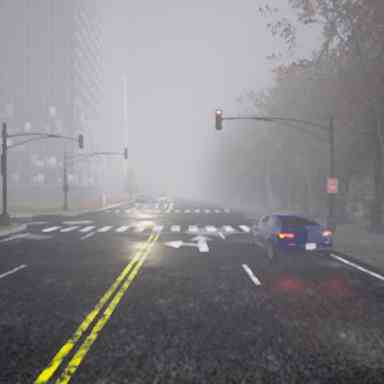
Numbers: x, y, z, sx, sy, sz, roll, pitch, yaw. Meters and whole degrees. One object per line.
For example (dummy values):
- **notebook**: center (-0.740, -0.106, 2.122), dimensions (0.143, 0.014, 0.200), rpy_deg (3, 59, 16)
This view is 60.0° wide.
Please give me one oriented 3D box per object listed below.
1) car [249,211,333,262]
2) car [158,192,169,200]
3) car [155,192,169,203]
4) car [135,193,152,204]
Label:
- **car**: center (3.260, 1.398, 11.675), dimensions (1.812, 1.442, 4.674), rpy_deg (-3, -1, -2)
- **car**: center (-6.076, 0.841, 71.032), dimensions (2.097, 1.767, 4.553), rpy_deg (0, 0, -4)
- **car**: center (-5.075, 1.117, 55.543), dimensions (1.812, 1.442, 4.674), rpy_deg (0, 0, -3)
- **car**: center (-8.294, 1.144, 55.005), dimensions (2.033, 1.411, 5.357), rpy_deg (0, 0, -3)
